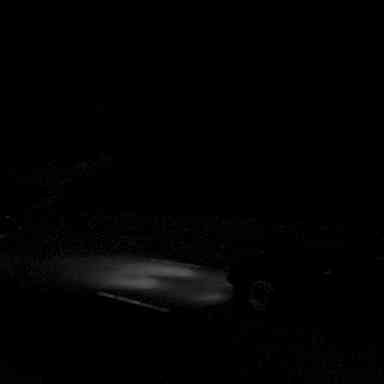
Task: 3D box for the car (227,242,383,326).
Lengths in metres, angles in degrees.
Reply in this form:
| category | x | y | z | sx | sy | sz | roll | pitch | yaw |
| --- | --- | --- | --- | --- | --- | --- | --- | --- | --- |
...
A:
| category | x | y | z | sx | sy | sz | roll | pitch | yaw |
| --- | --- | --- | --- | --- | --- | --- | --- | --- | --- |
| car | 3.060 | 1.606 | 6.108 | 4.718 | 1.301 | 1.895 | 0 | 0 | 35 |

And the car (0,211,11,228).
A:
| category | x | y | z | sx | sy | sz | roll | pitch | yaw |
| --- | --- | --- | --- | --- | --- | --- | --- | --- | --- |
| car | -14.198 | 1.804 | 22.716 | 4.181 | 1.385 | 1.994 | -1 | -1 | 35 |
